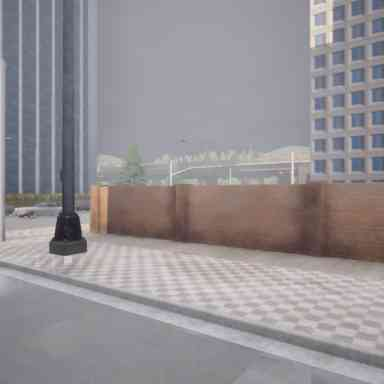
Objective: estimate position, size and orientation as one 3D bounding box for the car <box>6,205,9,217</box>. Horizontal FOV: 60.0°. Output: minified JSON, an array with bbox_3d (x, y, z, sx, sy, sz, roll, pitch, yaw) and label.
[{"bbox_3d":[-18.207,1.547,29.251,2.033,1.411,5.357,0,0,32],"label":"car"}]

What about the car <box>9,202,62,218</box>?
[{"bbox_3d":[-13.404,1.601,29.944,1.895,1.301,4.718,0,0,35],"label":"car"}]

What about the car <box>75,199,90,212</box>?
[{"bbox_3d":[-12.396,1.547,37.480,2.033,1.411,5.357,0,0,35],"label":"car"}]
